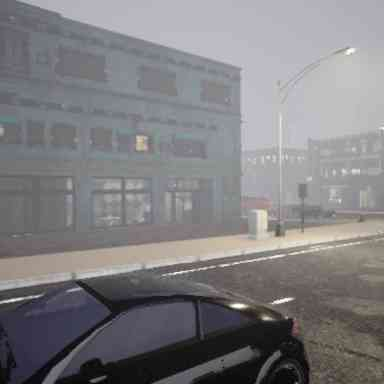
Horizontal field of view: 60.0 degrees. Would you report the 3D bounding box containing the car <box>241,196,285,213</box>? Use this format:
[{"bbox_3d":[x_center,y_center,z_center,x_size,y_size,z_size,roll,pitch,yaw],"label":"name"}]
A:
[{"bbox_3d":[8.429,1.591,41.949,2.150,2.045,5.566,-1,0,-35],"label":"car"}]

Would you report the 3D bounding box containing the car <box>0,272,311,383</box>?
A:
[{"bbox_3d":[-0.813,1.566,3.099,4.181,1.385,1.994,0,0,-35],"label":"car"}]

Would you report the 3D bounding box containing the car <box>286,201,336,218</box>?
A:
[{"bbox_3d":[11.829,1.848,32.443,1.947,1.339,4.313,-1,0,-35],"label":"car"}]

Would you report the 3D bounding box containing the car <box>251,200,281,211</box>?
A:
[{"bbox_3d":[10.747,1.948,48.683,1.802,1.307,4.206,-1,0,-35],"label":"car"}]
